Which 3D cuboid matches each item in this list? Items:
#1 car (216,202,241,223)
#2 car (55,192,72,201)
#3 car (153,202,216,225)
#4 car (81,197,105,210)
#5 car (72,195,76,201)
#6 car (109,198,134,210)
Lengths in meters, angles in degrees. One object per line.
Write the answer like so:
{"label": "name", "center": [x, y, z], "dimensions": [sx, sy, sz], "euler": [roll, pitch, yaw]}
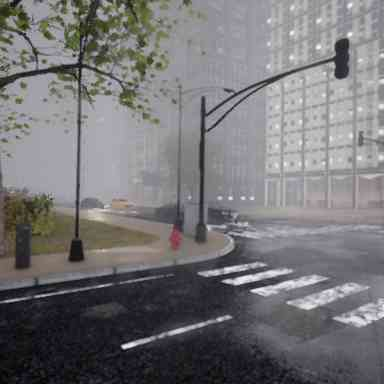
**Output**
{"label": "car", "center": [1.760, 1.524, 26.150], "dimensions": [2.128, 1.511, 4.902], "euler": [1, 0, -34]}
{"label": "car", "center": [-32.683, 1.522, 83.694], "dimensions": [2.128, 1.511, 4.902], "euler": [1, -1, -34]}
{"label": "car", "center": [-0.913, 1.518, 24.299], "dimensions": [2.033, 1.411, 5.357], "euler": [1, -1, -34]}
{"label": "car", "center": [-12.434, 1.450, 41.556], "dimensions": [1.837, 1.490, 4.892], "euler": [1, 0, -34]}
{"label": "car", "center": [-30.213, 1.586, 85.847], "dimensions": [1.812, 1.442, 4.674], "euler": [1, -1, -34]}
{"label": "car", "center": [-8.996, 1.490, 42.255], "dimensions": [1.882, 1.535, 5.008], "euler": [1, -1, -34]}
